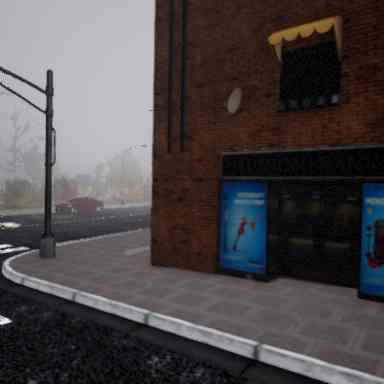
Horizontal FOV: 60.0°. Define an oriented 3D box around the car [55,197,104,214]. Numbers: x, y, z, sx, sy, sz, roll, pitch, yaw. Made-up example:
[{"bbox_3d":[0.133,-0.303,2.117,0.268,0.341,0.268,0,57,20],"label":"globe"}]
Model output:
[{"bbox_3d":[-10.467,1.192,31.189,1.882,1.535,5.008,2,1,27],"label":"car"}]
